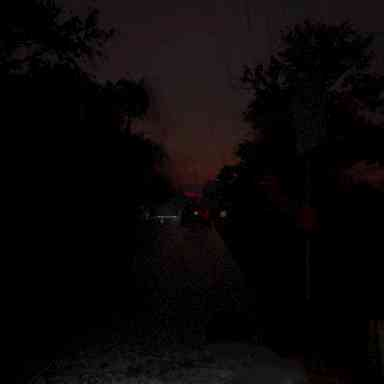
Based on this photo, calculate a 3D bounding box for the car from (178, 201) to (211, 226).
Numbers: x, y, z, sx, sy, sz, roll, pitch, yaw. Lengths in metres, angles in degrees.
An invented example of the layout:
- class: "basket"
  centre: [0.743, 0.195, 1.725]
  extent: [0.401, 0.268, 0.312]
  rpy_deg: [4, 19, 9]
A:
- class: "car"
  centre: [0.301, 1.514, 24.883]
  extent: [2.097, 1.767, 4.553]
  rpy_deg: [0, -1, 0]

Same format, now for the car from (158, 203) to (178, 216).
- class: "car"
  centre: [-2.529, 1.908, 36.553]
  extent: [1.994, 1.385, 4.181]
  rpy_deg: [0, -1, 1]

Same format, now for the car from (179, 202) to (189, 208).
- class: "car"
  centre: [-1.856, 2.997, 77.523]
  extent: [2.128, 1.511, 4.902]
  rpy_deg: [0, -2, 1]

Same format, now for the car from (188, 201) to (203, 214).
- class: "car"
  centre: [0.490, 1.954, 43.041]
  extent: [1.882, 1.535, 5.008]
  rpy_deg: [0, -1, 1]
